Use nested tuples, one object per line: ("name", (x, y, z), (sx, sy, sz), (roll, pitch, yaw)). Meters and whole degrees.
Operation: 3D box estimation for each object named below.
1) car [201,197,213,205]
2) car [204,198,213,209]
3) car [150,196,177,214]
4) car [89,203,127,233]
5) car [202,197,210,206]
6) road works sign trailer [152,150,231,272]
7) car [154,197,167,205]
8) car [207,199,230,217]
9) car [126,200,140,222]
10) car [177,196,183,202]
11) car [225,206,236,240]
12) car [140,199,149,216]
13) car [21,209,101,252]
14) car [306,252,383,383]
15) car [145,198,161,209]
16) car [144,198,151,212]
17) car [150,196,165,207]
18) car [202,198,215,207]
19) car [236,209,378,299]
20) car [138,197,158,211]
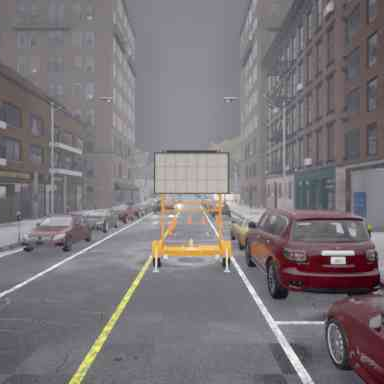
("car", (2.563, 1.581, 58.032), (1.947, 1.339, 4.313), (0, 0, 0))
("car", (2.591, 1.582, 35.958), (1.802, 1.307, 4.206), (0, 0, 0))
("car", (-2.893, 1.478, 34.984), (1.882, 1.535, 5.008), (0, 0, 0))
("car", (-5.412, 1.550, 19.388), (2.008, 1.369, 4.403), (0, 0, 0))
("car", (2.584, 1.529, 41.647), (1.752, 1.417, 4.829), (0, 0, 0))
("road works sign trailer", (-0.014, 0.464, 10.731), (2.380, 3.560, 2.880), (0, 0, 0))
("car", (-5.463, 1.597, 58.020), (1.802, 1.307, 4.206), (0, 0, 0))
("car", (2.599, 1.581, 30.440), (1.802, 1.307, 4.206), (0, 0, 0))
("car", (-5.419, 1.543, 24.908), (1.887, 1.381, 4.507), (0, 0, 0))
("car", (-2.832, 1.511, 62.369), (2.128, 1.511, 4.902), (0, 0, 0))
("car", (2.616, 1.525, 14.054), (1.752, 1.417, 4.829), (0, 0, 0))
("car", (-5.426, 1.565, 30.426), (1.947, 1.339, 4.313), (0, 0, 0))
("car", (-5.405, 1.581, 13.869), (1.802, 1.307, 4.206), (0, 0, 0))
("car", (2.634, 1.582, 2.849), (1.802, 1.307, 4.206), (0, 0, 0))
("car", (-5.448, 1.532, 46.812), (1.752, 1.417, 4.829), (0, 0, 0))
("car", (-5.434, 1.551, 35.944), (2.008, 1.369, 4.403), (0, 0, 0))
("car", (-5.456, 1.451, 52.501), (1.967, 1.590, 4.097), (0, 0, 0))
("car", (2.570, 1.593, 52.513), (1.802, 1.307, 4.206), (0, 0, 0))
("car", (2.627, 1.315, 8.368), (2.192, 1.841, 5.009), (0, 0, 0))
("car", (-5.441, 1.444, 41.463), (1.967, 1.590, 4.097), (0, 0, 0))
